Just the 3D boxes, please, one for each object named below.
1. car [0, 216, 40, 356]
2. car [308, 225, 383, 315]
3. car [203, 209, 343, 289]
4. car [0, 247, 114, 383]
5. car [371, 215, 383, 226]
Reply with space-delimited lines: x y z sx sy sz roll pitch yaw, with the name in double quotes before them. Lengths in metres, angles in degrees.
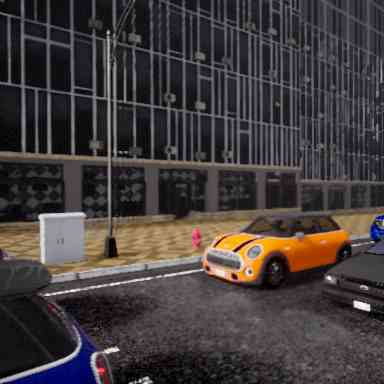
"car" -4.676 1.339 4.389 4.553 1.767 2.097 0 0 -34
"car" 5.119 1.606 7.315 5.357 1.411 2.033 1 0 -35
"car" 2.524 1.404 9.458 4.553 1.767 2.097 0 0 -35
"car" -2.727 1.340 1.735 4.553 1.767 2.097 0 0 -35
"car" 10.315 1.341 14.946 5.566 2.045 2.150 1 0 -35
